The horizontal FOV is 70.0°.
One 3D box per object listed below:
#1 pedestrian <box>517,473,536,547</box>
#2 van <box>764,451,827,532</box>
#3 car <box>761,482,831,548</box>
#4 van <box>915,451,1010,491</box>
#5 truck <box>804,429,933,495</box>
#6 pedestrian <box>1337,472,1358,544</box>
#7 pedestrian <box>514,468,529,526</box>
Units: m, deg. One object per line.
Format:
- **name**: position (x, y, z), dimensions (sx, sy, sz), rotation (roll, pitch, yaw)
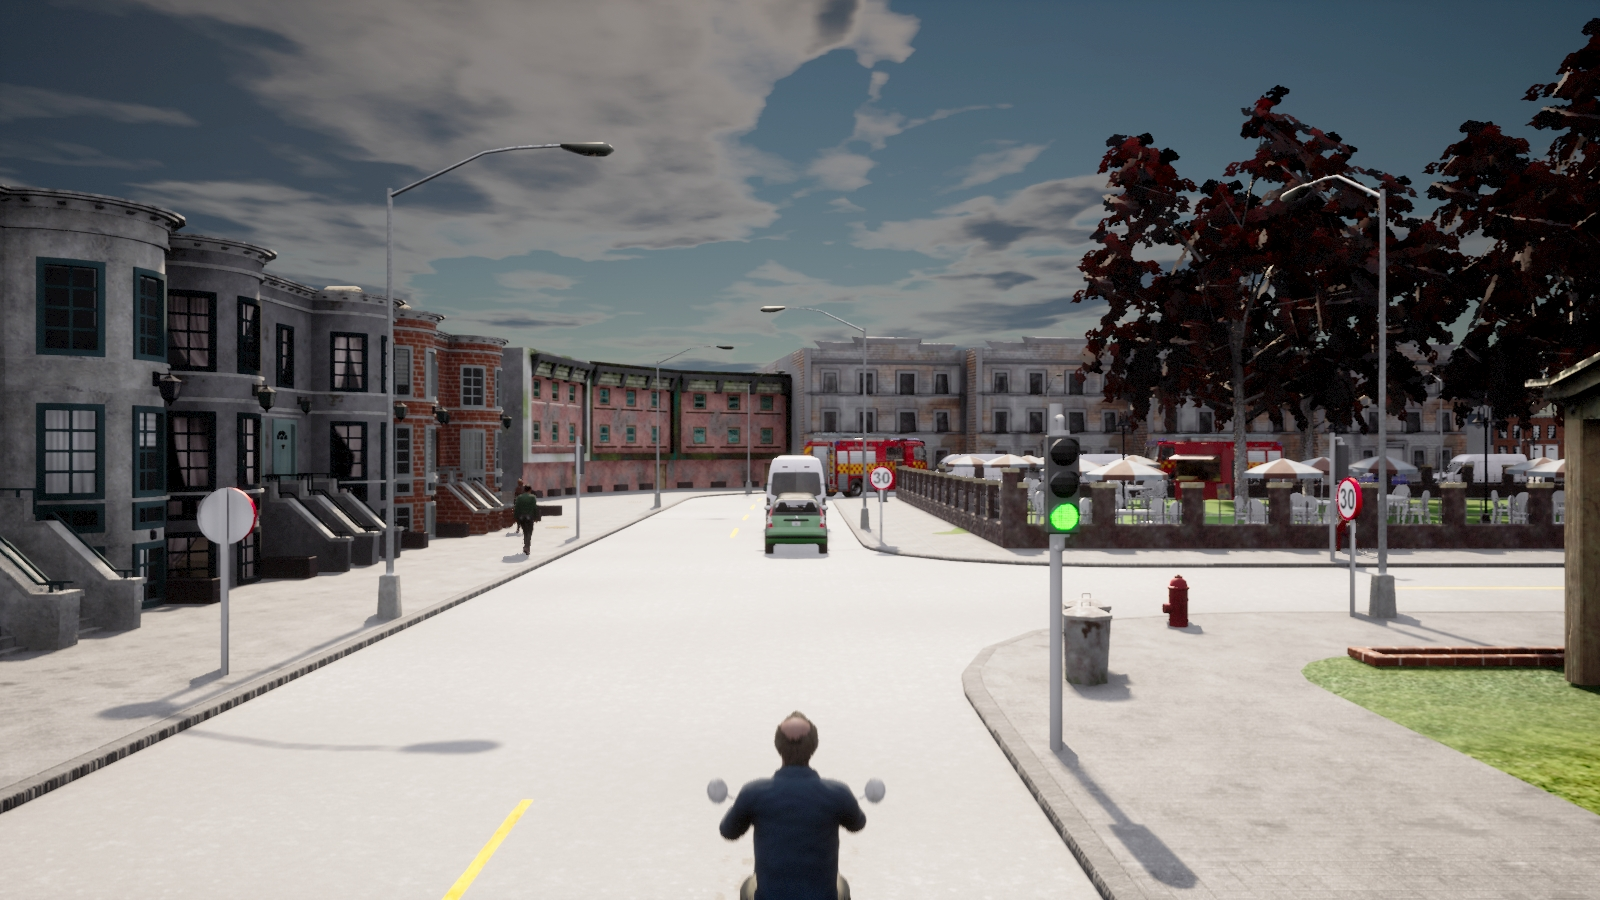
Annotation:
- **pedestrian**: position (-6.988, 1.529, 29.245), dimensions (0.375, 1.860, 0.375), rotation (0, 0, 5)
- **van**: position (-0.139, 1.321, 39.062), dimensions (1.988, 2.561, 5.915), rotation (0, 0, 0)
- **car**: position (-0.112, 1.784, 32.360), dimensions (1.851, 1.617, 3.988), rotation (0, 0, 0)
- **van**: position (10.565, 1.325, 74.413), dimensions (5.915, 2.561, 1.988), rotation (0, 0, 0)
- **truck**: position (4.309, 0.682, 70.215), dimensions (8.468, 3.827, 2.891), rotation (0, 0, -43)
- **pedestrian**: position (14.363, 1.521, 30.002), dimensions (0.375, 1.860, 0.375), rotation (0, 0, 1)
- **pedestrian**: position (-9.073, 1.530, 37.183), dimensions (0.375, 1.860, 0.375), rotation (0, 0, 2)
